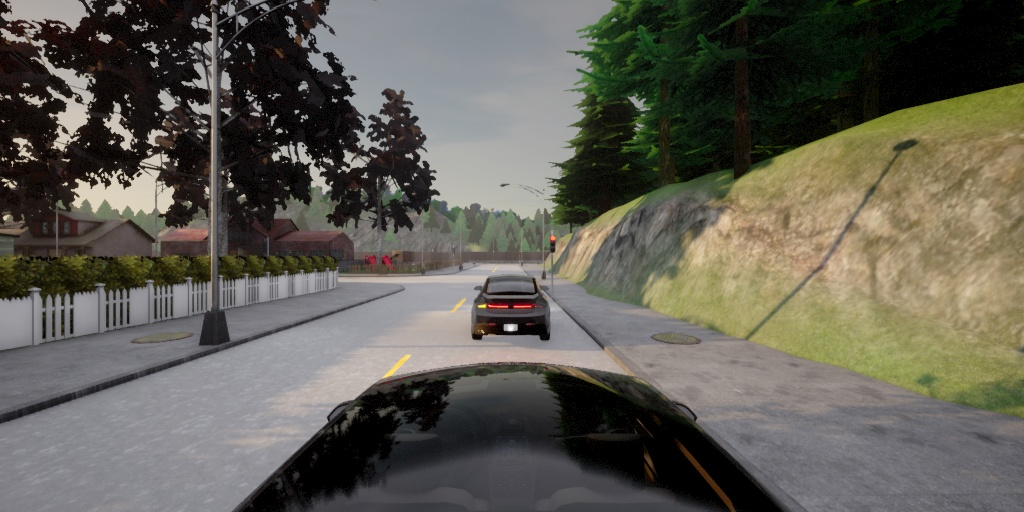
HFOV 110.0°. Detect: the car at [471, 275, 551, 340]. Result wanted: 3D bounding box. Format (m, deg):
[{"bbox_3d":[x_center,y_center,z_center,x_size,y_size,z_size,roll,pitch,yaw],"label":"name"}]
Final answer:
[{"bbox_3d":[-0.019,1.255,9.947,1.837,1.490,4.892,0,0,0],"label":"car"}]
